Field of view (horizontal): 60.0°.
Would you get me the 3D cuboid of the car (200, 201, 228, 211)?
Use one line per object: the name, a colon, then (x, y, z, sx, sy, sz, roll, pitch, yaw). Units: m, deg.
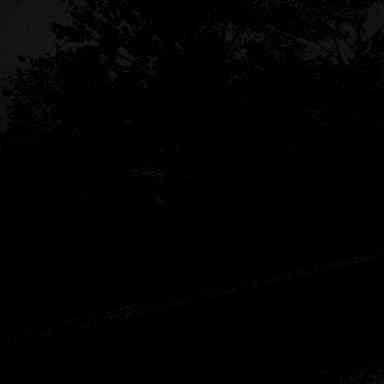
car: (3.789, 2.349, 57.746, 2.163, 1.488, 4.792, 0, 0, -36)

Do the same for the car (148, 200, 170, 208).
car: (-6.675, 2.360, 66.321, 2.163, 1.488, 4.792, 0, 0, -36)

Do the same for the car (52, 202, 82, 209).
car: (-16.461, 2.349, 43.107, 2.163, 1.488, 4.792, 0, 0, -36)

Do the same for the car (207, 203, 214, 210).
car: (1.499, 2.360, 56.163, 2.163, 1.488, 4.792, 0, 0, -36)

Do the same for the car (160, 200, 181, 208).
car: (-4.418, 2.362, 67.992, 2.002, 1.452, 4.674, 0, 0, -36)

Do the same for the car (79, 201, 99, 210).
car: (-18.051, 2.367, 58.129, 2.002, 1.452, 4.674, 0, 0, -36)

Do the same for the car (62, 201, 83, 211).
car: (-20.433, 2.321, 56.639, 1.946, 1.575, 5.366, 0, 0, -36)

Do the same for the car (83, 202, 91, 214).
car: (-14.225, 2.324, 44.751, 2.231, 1.521, 4.892, 0, 0, -36)

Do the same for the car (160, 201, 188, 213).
car: (-2.984, 2.334, 52.892, 2.097, 1.535, 5.008, 0, 0, -36)

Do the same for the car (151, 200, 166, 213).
car: (-5.235, 2.335, 51.265, 2.231, 1.521, 4.892, 0, 0, -36)
